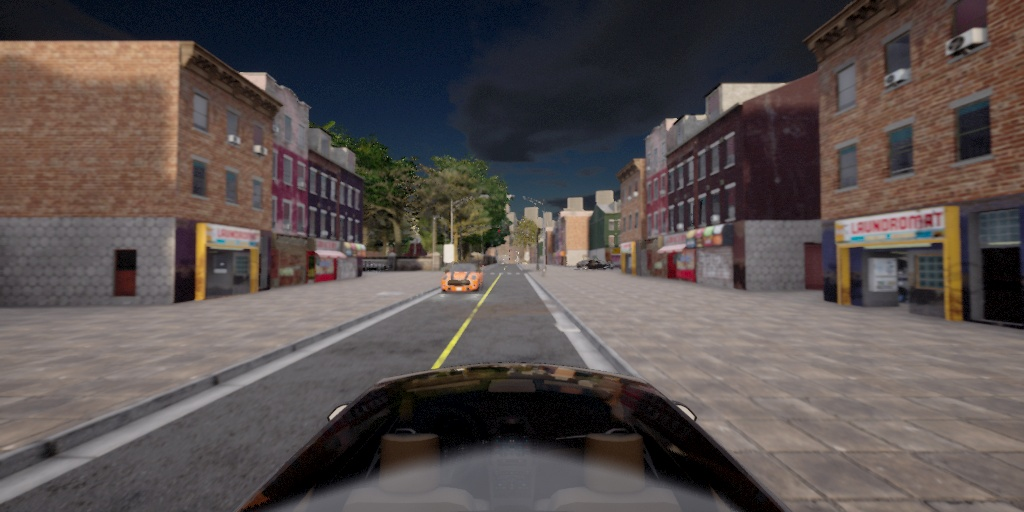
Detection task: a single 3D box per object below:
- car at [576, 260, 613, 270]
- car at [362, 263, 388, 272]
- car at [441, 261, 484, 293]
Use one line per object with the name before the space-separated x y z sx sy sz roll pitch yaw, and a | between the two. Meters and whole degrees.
car | 11.378 1.263 49.522 4.892 1.490 1.837 0 -1 0
car | -19.652 1.637 49.530 4.718 1.301 1.895 -1 -1 0
car | -2.831 1.167 21.325 2.097 1.767 4.553 0 0 0
